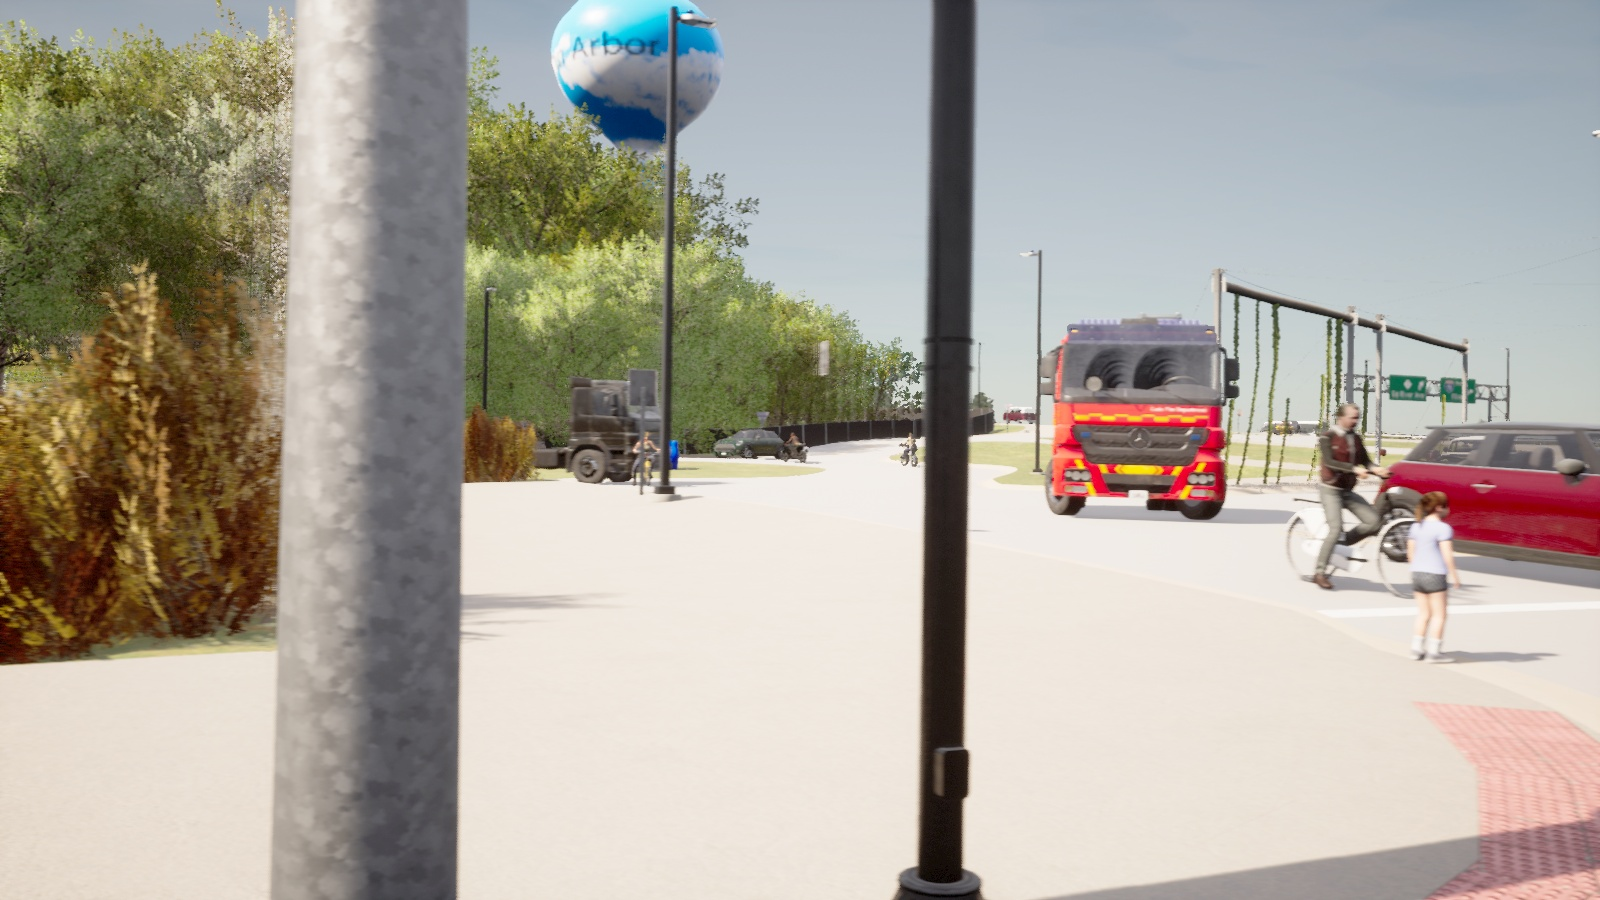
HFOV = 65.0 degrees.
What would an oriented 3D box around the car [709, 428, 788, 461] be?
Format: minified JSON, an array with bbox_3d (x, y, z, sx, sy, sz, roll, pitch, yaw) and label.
[{"bbox_3d":[-2.862,-0.294,70.655,2.097,1.767,4.553,-1,0,36],"label":"car"}]

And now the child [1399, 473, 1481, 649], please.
[{"bbox_3d":[4.140,0.705,8.126,0.394,1.110,0.255,0,-1,-11],"label":"child"}]

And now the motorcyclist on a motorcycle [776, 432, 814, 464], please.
[{"bbox_3d":[-0.268,-0.110,63.039,0.797,1.523,2.044,-1,2,-39],"label":"motorcyclist on a motorcycle"}]

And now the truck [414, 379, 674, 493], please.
[{"bbox_3d":[-8.499,-0.428,41.862,7.936,3.462,2.891,-1,0,15],"label":"truck"}]

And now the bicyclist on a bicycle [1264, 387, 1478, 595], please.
[{"bbox_3d":[5.271,0.335,11.732,0.659,1.776,1.843,0,1,-22],"label":"bicyclist on a bicycle"}]

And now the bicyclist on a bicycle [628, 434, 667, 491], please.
[{"bbox_3d":[-4.450,0.357,36.596,0.866,1.612,1.509,0,0,-17],"label":"bicyclist on a bicycle"}]

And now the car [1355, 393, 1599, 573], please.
[{"bbox_3d":[8.536,0.314,13.411,2.097,1.767,4.553,0,1,-22],"label":"car"}]

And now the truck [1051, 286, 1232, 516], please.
[{"bbox_3d":[6.573,-0.773,25.347,2.891,3.827,8.468,0,-1,11],"label":"truck"}]
